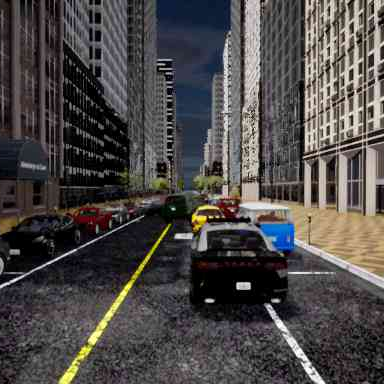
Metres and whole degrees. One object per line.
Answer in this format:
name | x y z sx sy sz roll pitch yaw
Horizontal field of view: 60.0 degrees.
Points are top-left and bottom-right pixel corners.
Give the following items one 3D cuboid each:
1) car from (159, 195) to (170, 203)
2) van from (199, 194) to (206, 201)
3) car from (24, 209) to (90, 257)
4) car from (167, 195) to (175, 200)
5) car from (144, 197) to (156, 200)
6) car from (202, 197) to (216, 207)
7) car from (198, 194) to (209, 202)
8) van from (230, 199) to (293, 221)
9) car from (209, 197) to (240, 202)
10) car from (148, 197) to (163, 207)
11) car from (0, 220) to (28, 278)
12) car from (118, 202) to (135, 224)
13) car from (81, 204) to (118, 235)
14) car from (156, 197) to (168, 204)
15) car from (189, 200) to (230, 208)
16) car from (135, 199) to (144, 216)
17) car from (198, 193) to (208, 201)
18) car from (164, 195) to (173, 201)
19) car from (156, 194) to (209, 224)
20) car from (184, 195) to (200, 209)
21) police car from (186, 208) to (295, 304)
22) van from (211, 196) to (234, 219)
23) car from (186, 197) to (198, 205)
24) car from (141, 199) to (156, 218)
car | -5.757 1.416 69.716 1.967 1.590 4.097 -1 0 0
van | 2.608 1.310 86.774 1.690 1.788 3.998 -1 0 0
car | -5.710 1.562 12.880 1.947 1.339 4.313 -1 0 0
car | -5.775 1.532 92.451 1.947 1.339 4.313 -1 0 0
car | -5.733 1.537 41.298 2.008 1.369 4.403 -1 0 0
car | 2.638 1.533 52.672 2.008 1.369 4.403 -1 0 0
car | 2.617 1.289 75.407 2.192 1.841 5.009 -1 0 0
van | 2.669 1.337 12.887 1.690 1.788 3.998 -1 0 0
car | 2.659 1.307 24.254 2.192 1.841 5.009 -1 0 0
car | -5.742 1.533 52.665 2.008 1.369 4.403 -1 0 0
car | -5.705 1.548 7.196 2.008 1.369 4.403 -1 0 0
car | -5.720 1.543 24.247 2.008 1.369 4.403 -1 0 0
car | -5.714 1.539 18.563 1.887 1.381 4.507 -1 0 0
car | -5.752 1.560 64.032 1.802 1.307 4.206 -1 0 0
car | 0.884 1.450 18.421 1.801 1.575 5.366 0 0 0
car | -5.724 1.572 29.931 1.802 1.307 4.206 -1 0 0
car | 2.613 1.286 81.091 2.192 1.841 5.009 -1 0 0
car | -5.765 1.497 80.914 1.752 1.417 4.829 -1 0 0
car | -0.164 1.212 24.615 2.150 2.045 5.566 -1 0 24
car | -0.019 1.337 46.142 2.097 1.767 4.553 0 0 0
police car | 0.891 1.423 8.341 1.930 1.638 5.238 0 0 0
van | 2.655 1.332 29.938 1.690 1.788 3.998 -1 0 0
car | -0.050 1.544 59.242 1.994 1.385 4.181 0 0 0
car | -3.023 1.591 29.795 1.895 1.301 4.718 0 0 0
